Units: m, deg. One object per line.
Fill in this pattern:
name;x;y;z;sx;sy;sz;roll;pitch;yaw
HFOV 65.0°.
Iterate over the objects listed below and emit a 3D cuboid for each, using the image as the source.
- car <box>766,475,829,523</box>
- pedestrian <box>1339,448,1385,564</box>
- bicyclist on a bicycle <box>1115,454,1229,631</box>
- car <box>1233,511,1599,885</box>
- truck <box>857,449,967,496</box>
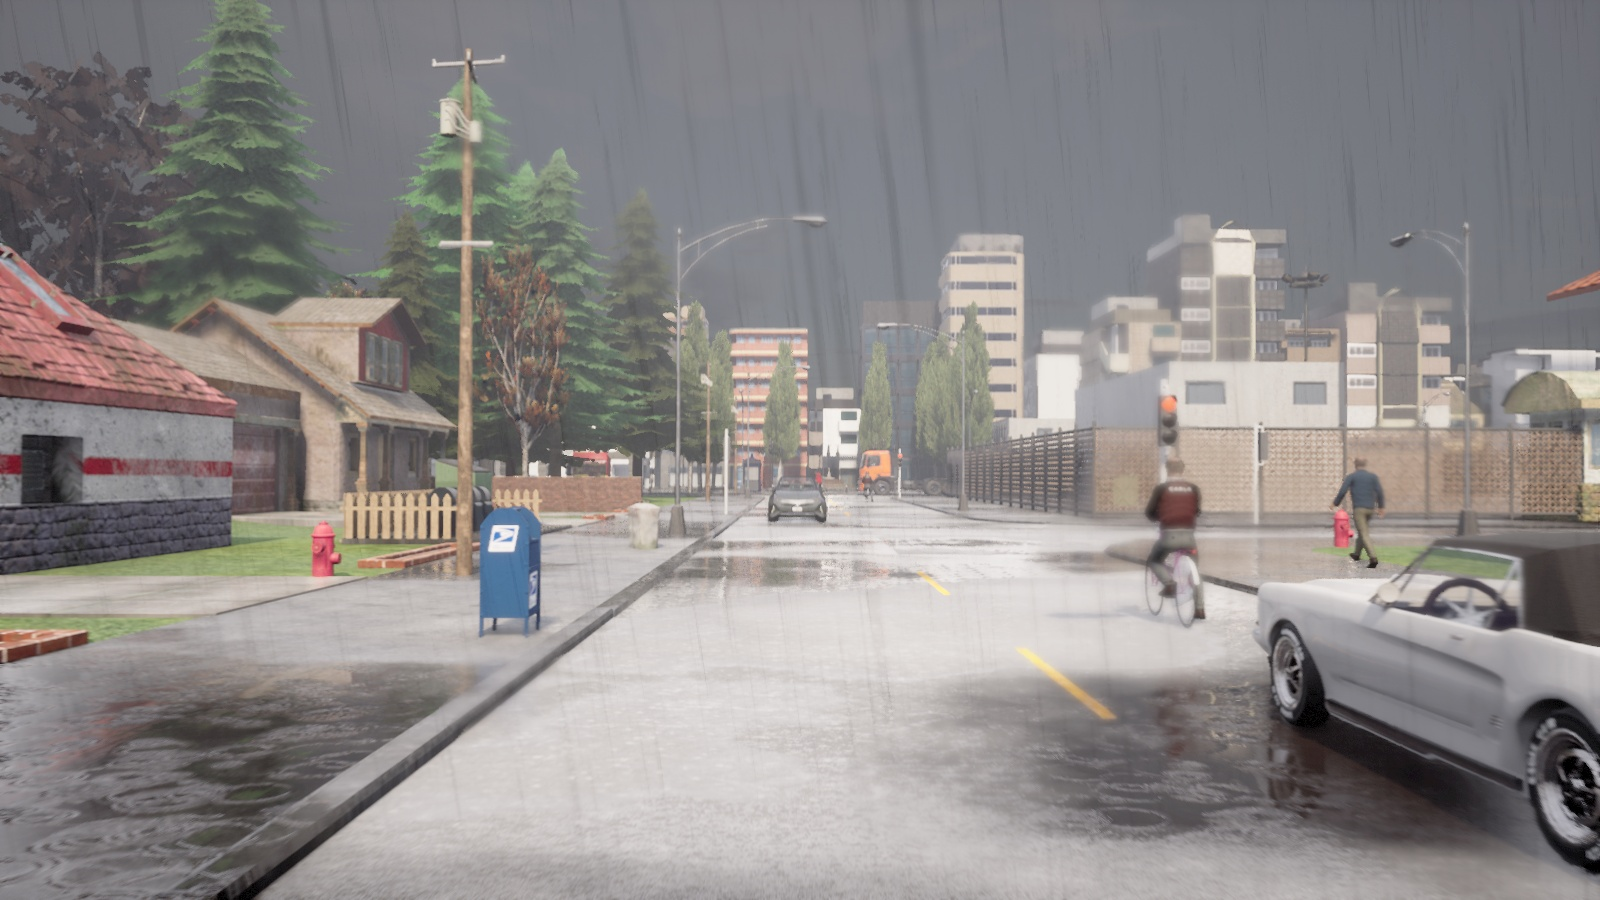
car;-0.085;1.616;42.380;2.007;1.525;4.514;0;-1;0
pedestrian;9.157;0.903;20.471;0.402;1.842;0.726;0;-1;0
bicyclist on a bicycle;3.978;0.946;13.567;0.659;1.776;1.843;0;-1;0
car;3.986;1.033;6.427;1.895;1.301;4.718;0;-1;0
truck;8.294;1.684;93.861;7.936;3.462;2.891;0;-1;0
